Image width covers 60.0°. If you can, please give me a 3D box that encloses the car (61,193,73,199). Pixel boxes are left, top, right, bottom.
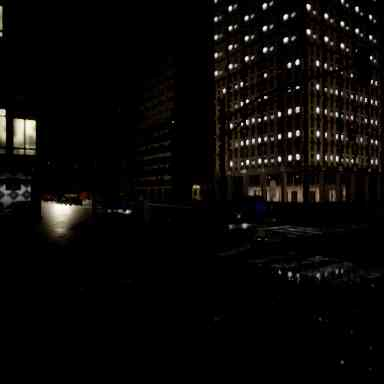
[{"bbox_3d":[-32.425,1.062,86.095,1.752,1.417,4.829,0,0,-34],"label":"car"}]

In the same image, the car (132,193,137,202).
[{"bbox_3d":[-10.601,1.041,53.837,2.192,1.841,5.009,0,0,-34],"label":"car"}]

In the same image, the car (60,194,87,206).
[{"bbox_3d":[-17.542,1.361,49.143,1.947,1.339,4.313,0,0,-34],"label":"car"}]

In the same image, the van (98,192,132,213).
[{"bbox_3d":[-8.230,1.215,35.378,1.690,1.788,3.998,0,0,-34],"label":"van"}]

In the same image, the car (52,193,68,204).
[{"bbox_3d":[-20.646,1.319,53.730,2.008,1.369,4.403,0,0,-34],"label":"car"}]

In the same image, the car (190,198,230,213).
[{"bbox_3d":[1.833,1.376,35.503,1.887,1.381,4.507,0,0,-34],"label":"car"}]

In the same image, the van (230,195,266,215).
[{"bbox_3d":[5.010,1.198,30.966,1.690,1.788,3.998,0,0,-34],"label":"van"}]

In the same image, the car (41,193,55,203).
[{"bbox_3d":[-26.854,1.296,62.907,1.802,1.307,4.206,0,0,-34],"label":"car"}]

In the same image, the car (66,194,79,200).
[{"bbox_3d":[-29.226,1.115,81.367,2.008,1.369,4.403,0,0,-34],"label":"car"}]

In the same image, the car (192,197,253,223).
[{"bbox_3d":[1.879,1.408,25.052,2.128,1.511,4.902,-1,1,-34],"label":"car"}]

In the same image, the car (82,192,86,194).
[{"bbox_3d":[-23.018,0.933,72.190,2.192,1.841,5.009,0,0,-34],"label":"car"}]

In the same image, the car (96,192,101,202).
[{"bbox_3d":[-10.234,1.038,42.971,2.150,2.045,5.566,-1,1,-34],"label":"car"}]

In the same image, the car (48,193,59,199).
[{"bbox_3d":[-36.343,1.062,87.080,1.812,1.442,4.674,-1,1,-34],"label":"car"}]

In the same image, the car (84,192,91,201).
[{"bbox_3d":[-19.913,1.211,67.603,1.947,1.339,4.313,0,0,-34],"label":"car"}]
